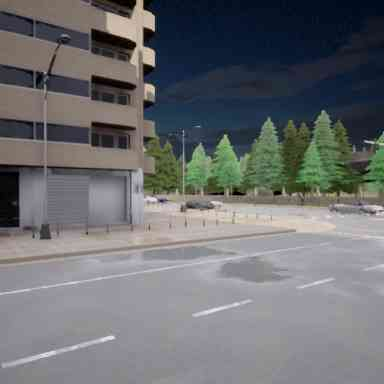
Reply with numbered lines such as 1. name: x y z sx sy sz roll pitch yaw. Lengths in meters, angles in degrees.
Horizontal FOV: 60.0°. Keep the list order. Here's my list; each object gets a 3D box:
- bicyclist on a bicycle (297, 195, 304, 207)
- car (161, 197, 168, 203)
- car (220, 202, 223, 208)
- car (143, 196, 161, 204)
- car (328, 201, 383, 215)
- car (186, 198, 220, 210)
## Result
1. bicyclist on a bicycle: 15.151 1.239 46.458 1.656 1.620 0.582 0 0 -35
2. car: -7.154 1.540 64.451 4.718 1.301 1.895 0 0 31
3. car: 2.177 1.541 45.768 1.895 1.301 4.718 0 0 -36
4. car: -8.530 1.466 61.184 4.674 1.442 1.812 0 0 31
5. car: 15.883 1.540 32.575 1.895 1.301 4.718 0 0 -34
6. car: 1.016 1.504 41.284 1.994 1.385 4.181 0 0 -36
